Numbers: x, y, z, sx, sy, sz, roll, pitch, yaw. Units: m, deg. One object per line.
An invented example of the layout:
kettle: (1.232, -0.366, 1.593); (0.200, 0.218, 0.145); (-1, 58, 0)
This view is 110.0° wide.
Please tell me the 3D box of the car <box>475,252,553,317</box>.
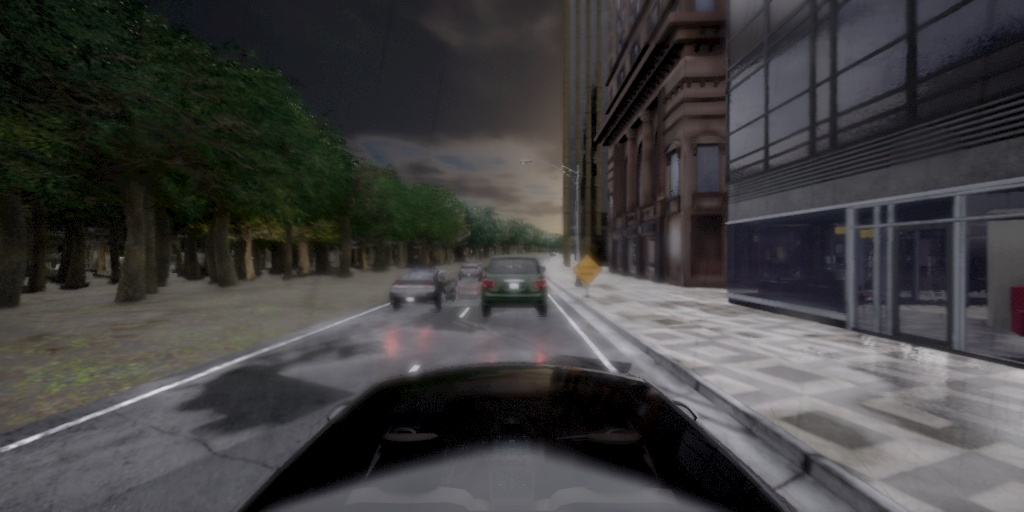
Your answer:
car: (0.112, 0.976, 13.379); (2.150, 2.045, 5.566); (0, 0, 1)

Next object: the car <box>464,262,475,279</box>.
car: (-3.148, 1.223, 29.457); (2.128, 1.511, 4.902); (0, 0, 2)

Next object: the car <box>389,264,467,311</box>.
car: (-3.368, 1.243, 14.449); (2.128, 1.511, 4.902); (0, 0, 1)

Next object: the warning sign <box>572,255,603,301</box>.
warning sign: (3.145, 0.868, 15.011); (1.300, 1.860, 1.060); (0, 0, 0)
